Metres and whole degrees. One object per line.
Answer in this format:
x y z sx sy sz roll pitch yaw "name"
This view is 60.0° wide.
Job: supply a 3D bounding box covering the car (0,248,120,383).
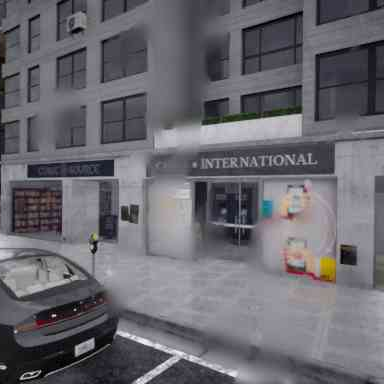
-3.011 1.550 5.095 4.403 1.369 2.008 0 1 35 "car"
